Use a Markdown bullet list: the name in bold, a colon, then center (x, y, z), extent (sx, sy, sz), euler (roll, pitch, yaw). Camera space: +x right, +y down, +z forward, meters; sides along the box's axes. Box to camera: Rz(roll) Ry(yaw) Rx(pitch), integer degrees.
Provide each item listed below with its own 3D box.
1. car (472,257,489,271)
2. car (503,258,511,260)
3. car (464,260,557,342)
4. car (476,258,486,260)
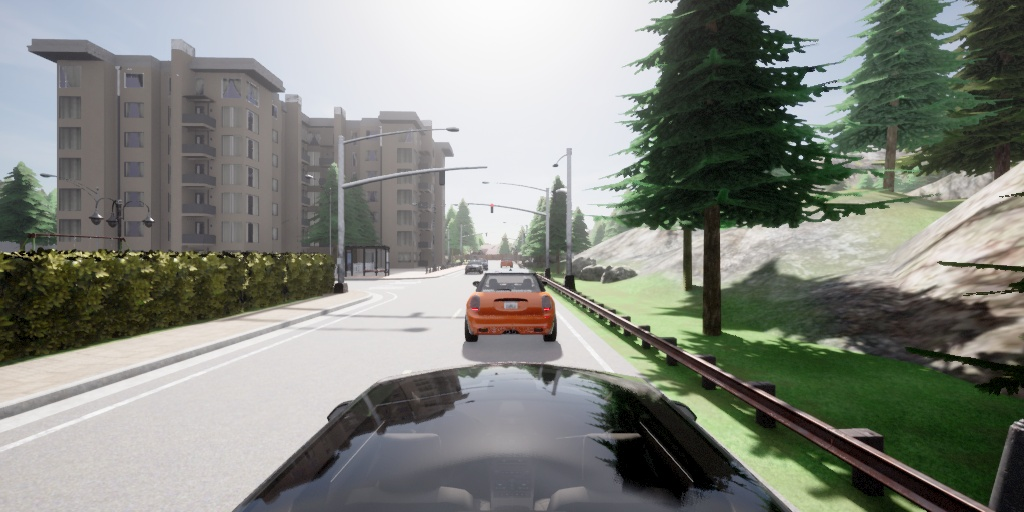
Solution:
- **car**: center (-4.430, 1.102, 50.647), extent (2.097, 1.767, 4.553), euler (0, 0, -2)
- **car**: center (-0.904, 1.102, 61.205), extent (2.097, 1.767, 4.553), euler (0, 0, -1)
- **car**: center (-0.049, 1.102, 9.948), extent (2.097, 1.767, 4.553), euler (0, 0, -1)
- **car**: center (-4.250, 1.255, 40.735), extent (1.837, 1.490, 4.892), euler (0, 0, -1)
